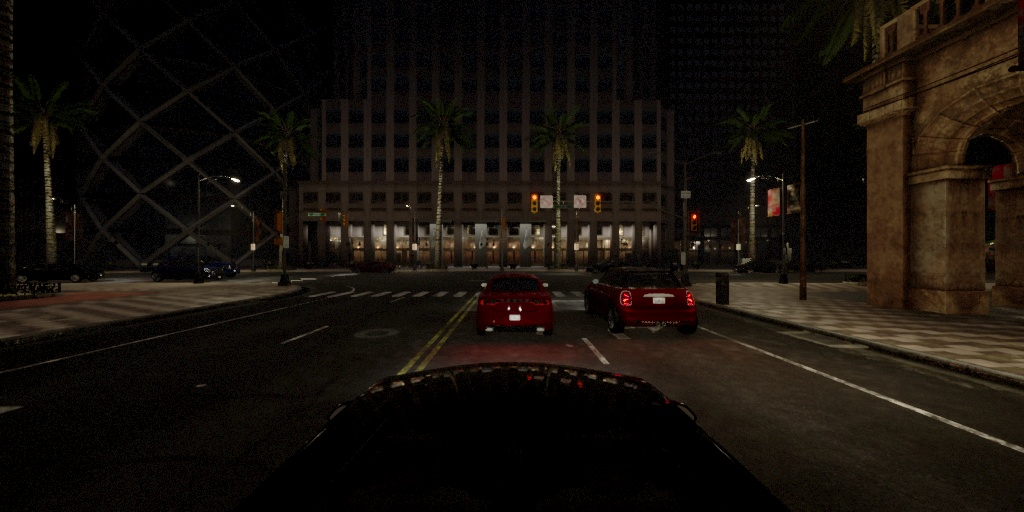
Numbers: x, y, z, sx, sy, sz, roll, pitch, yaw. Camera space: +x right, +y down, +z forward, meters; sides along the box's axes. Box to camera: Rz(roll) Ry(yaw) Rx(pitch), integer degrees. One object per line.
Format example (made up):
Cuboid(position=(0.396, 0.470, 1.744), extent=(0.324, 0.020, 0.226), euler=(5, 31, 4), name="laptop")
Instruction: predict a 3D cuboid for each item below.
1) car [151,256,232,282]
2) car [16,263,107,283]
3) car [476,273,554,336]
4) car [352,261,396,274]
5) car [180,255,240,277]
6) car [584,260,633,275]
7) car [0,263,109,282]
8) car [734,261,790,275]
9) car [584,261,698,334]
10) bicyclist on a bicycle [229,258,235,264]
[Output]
Cuboid(position=(-25.627, 1.102, 28.553), extent=(4.553, 1.767, 2.097), euler=(0, 0, -3), name="car")
Cuboid(position=(-34.420, 1.255, 27.227), extent=(4.892, 1.490, 1.837), euler=(0, 0, -19), name="car")
Cuboid(position=(0.081, 1.228, 10.494), extent=(1.882, 1.535, 5.008), euler=(0, 0, 0), name="car")
Cuboid(position=(-15.179, 1.276, 39.536), extent=(4.674, 1.442, 1.812), euler=(0, 0, 0), name="car")
Cuboid(position=(-27.667, 0.971, 32.048), extent=(5.566, 2.045, 2.150), euler=(0, 0, -3), name="car")
Cuboid(position=(10.546, 1.242, 39.457), extent=(4.902, 1.511, 2.128), euler=(0, 0, 0), name="car")
Cuboid(position=(-37.762, 1.297, 29.775), extent=(5.357, 1.411, 2.033), euler=(0, 0, -22), name="car")
Cuboid(position=(27.079, 1.254, 39.406), extent=(4.892, 1.490, 1.837), euler=(0, 0, 0), name="car")
Cuboid(position=(3.582, 1.102, 10.835), extent=(2.097, 1.767, 4.553), euler=(0, 0, 0), name="car")
Cuboid(position=(-35.747, 1.050, 45.753), extent=(0.582, 1.620, 1.656), euler=(0, 0, -12), name="bicyclist on a bicycle")
